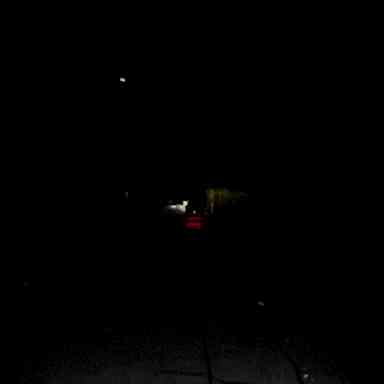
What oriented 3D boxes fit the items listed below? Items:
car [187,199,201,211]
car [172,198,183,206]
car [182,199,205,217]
[{"bbox_3d":[0.273,1.713,44.083,1.812,1.442,4.674,0,0,0],"label":"car"},{"bbox_3d":[-2.540,1.823,59.802,2.033,1.411,5.357,0,0,1],"label":"car"},{"bbox_3d":[0.231,1.630,33.330,1.837,1.490,4.892,0,0,0],"label":"car"}]
